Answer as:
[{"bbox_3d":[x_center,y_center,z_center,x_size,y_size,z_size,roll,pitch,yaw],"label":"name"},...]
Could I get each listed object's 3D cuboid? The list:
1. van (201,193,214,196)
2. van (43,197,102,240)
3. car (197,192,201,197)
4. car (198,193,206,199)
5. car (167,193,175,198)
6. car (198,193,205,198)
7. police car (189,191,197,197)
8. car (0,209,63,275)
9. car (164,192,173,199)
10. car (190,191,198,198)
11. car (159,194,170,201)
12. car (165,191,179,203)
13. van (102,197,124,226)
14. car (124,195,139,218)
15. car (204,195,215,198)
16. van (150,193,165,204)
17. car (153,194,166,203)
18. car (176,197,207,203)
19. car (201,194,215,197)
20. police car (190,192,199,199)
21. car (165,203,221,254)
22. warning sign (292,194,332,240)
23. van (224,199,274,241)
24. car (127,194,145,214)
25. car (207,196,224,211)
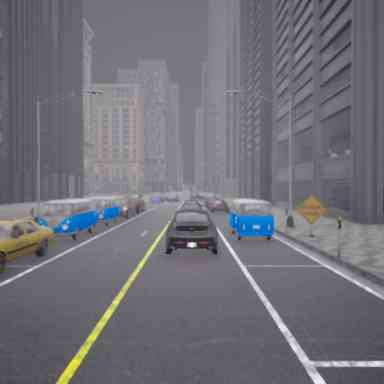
[{"bbox_3d":[2.624,1.029,49.739,1.690,1.788,3.998,0,0,0],"label":"van"},{"bbox_3d":[-5.810,1.241,15.868,1.690,1.788,3.998,0,0,0],"label":"van"},{"bbox_3d":[2.565,1.089,72.302,1.887,1.381,4.507,0,0,0],"label":"car"},{"bbox_3d":[2.534,1.021,83.583,2.008,1.369,4.403,0,0,0],"label":"car"},{"bbox_3d":[-6.021,0.959,94.841,1.947,1.339,4.313,0,0,0],"label":"car"},{"bbox_3d":[2.519,0.998,89.224,1.947,1.339,4.313,0,0,0],"label":"car"},{"bbox_3d":[0.687,0.959,74.142,1.930,1.638,5.238,0,0,0],"label":"police car"},{"bbox_3d":[-5.793,1.462,10.059,1.752,1.417,4.829,0,0,0],"label":"car"},{"bbox_3d":[-5.991,0.910,83.557,1.967,1.590,4.097,0,0,0],"label":"car"},{"bbox_3d":[0.433,0.649,90.060,2.150,2.045,5.566,0,0,0],"label":"car"},{"bbox_3d":[-5.961,1.110,72.277,1.947,1.339,4.313,0,0,0],"label":"car"},{"bbox_3d":[-3.216,1.116,57.521,1.882,1.535,5.008,0,0,0],"label":"car"},{"bbox_3d":[-5.825,1.206,21.509,1.690,1.788,3.998,0,0,0],"label":"van"},{"bbox_3d":[-5.840,1.270,27.150,1.967,1.590,4.097,0,0,0],"label":"car"},{"bbox_3d":[2.656,1.341,38.459,1.802,1.307,4.206,0,0,0],"label":"car"},{"bbox_3d":[-5.916,0.993,55.354,1.690,1.788,3.998,0,0,0],"label":"van"},{"bbox_3d":[-5.930,1.161,60.996,1.887,1.381,4.507,0,0,0],"label":"car"},{"bbox_3d":[-0.028,1.387,28.441,1.994,1.385,4.181,0,0,0],"label":"car"},{"bbox_3d":[2.640,1.289,44.100,1.947,1.339,4.313,0,0,0],"label":"car"},{"bbox_3d":[0.545,0.892,84.113,1.930,1.638,5.238,0,0,-2],"label":"police car"},{"bbox_3d":[0.009,1.423,13.167,1.837,1.490,4.892,0,1,0],"label":"car"},{"bbox_3d":[5.033,1.027,14.038,1.300,1.860,1.060,0,1,0],"label":"warning sign"},{"bbox_3d":[2.716,1.241,15.896,1.690,1.788,3.998,0,0,0],"label":"van"},{"bbox_3d":[-5.855,1.109,32.790,2.192,1.841,5.009,0,0,0],"label":"car"},{"bbox_3d":[2.671,1.376,32.819,1.802,1.307,4.206,0,0,0],"label":"car"}]
